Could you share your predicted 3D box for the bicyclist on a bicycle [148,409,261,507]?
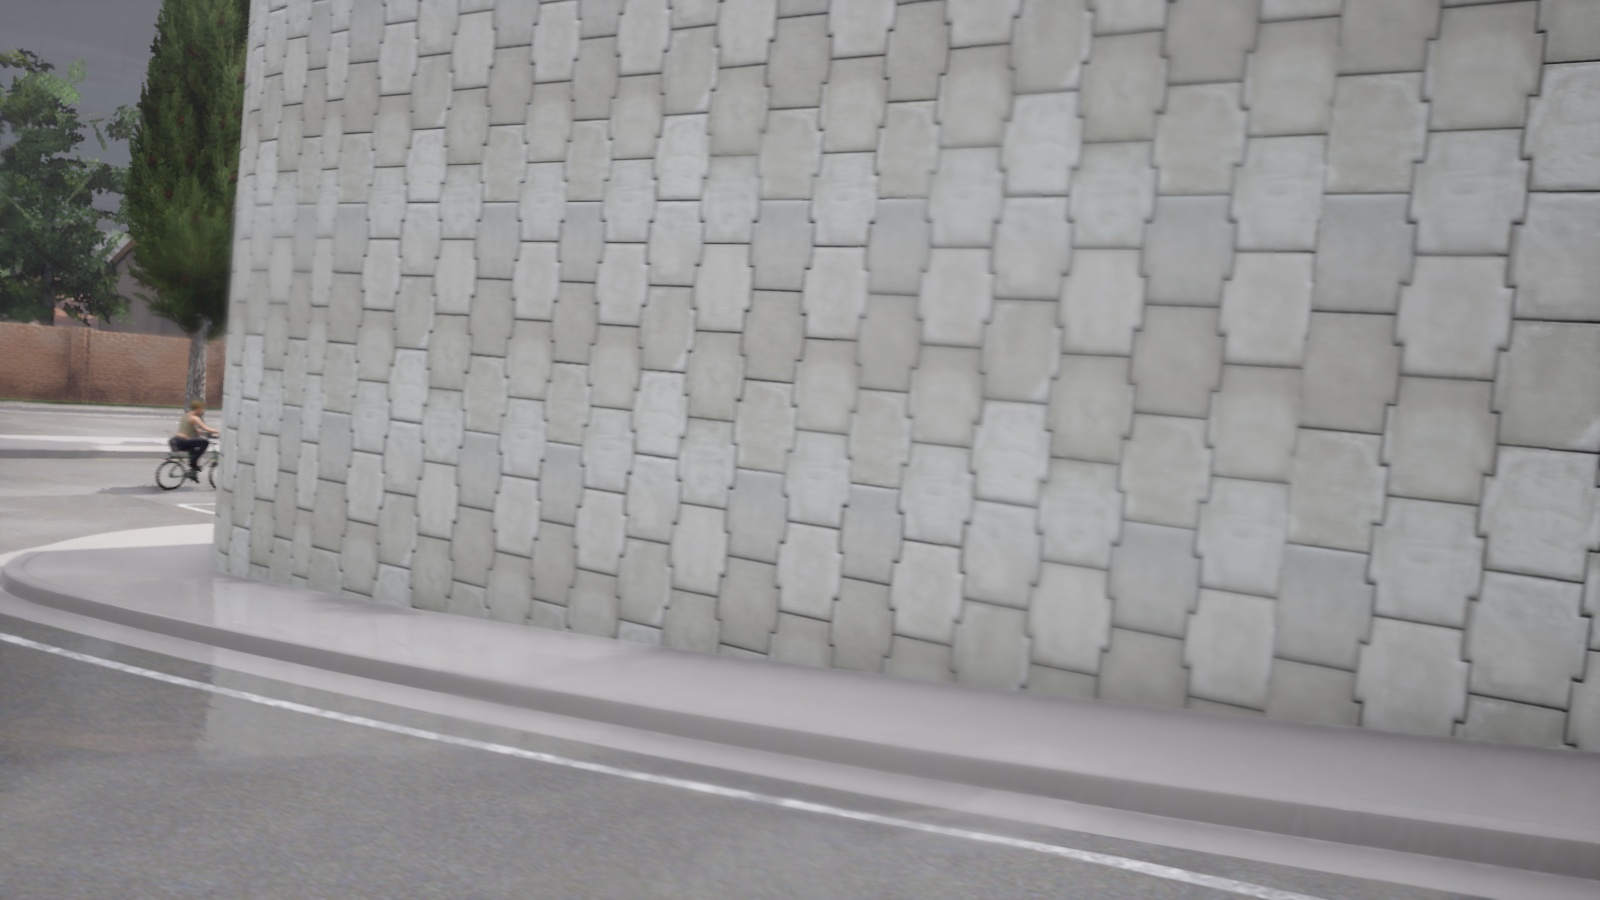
[{"bbox_3d":[-10.530,0.134,22.236,0.866,1.612,1.509,6,3,34],"label":"bicyclist on a bicycle"}]
